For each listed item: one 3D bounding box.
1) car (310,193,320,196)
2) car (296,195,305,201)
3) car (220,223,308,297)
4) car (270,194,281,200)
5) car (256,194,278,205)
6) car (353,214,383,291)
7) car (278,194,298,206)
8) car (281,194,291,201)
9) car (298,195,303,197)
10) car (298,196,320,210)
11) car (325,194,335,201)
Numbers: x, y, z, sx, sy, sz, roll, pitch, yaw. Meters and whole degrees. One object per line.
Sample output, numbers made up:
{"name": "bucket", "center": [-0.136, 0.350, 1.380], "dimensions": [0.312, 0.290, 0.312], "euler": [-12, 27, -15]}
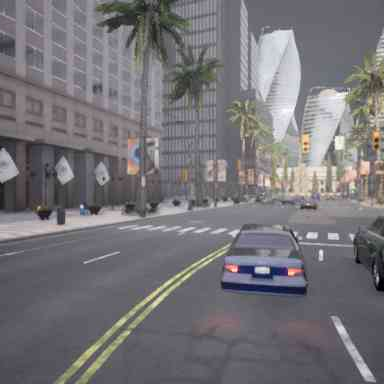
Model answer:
{"name": "car", "center": [30.884, 1.177, 83.331], "dimensions": [2.150, 2.045, 5.566], "euler": [0, 0, 21]}
{"name": "car", "center": [27.595, 1.488, 84.529], "dimensions": [2.033, 1.411, 5.357], "euler": [0, 0, 21]}
{"name": "car", "center": [1.946, 1.543, 8.787], "dimensions": [2.033, 1.411, 5.357], "euler": [0, 0, 14]}
{"name": "car", "center": [22.554, 1.304, 89.830], "dimensions": [2.185, 1.767, 4.553], "euler": [0, 0, 21]}
{"name": "car", "center": [12.931, 1.460, 57.081], "dimensions": [2.128, 1.511, 4.902], "euler": [0, 0, 22]}
{"name": "car", "center": [5.661, 1.347, 8.755], "dimensions": [2.097, 1.767, 4.553], "euler": [0, 0, 18]}
{"name": "car", "center": [16.167, 1.446, 55.750], "dimensions": [1.882, 1.535, 5.008], "euler": [0, 0, 22]}
{"name": "car", "center": [24.293, 1.428, 85.694], "dimensions": [1.882, 1.535, 5.008], "euler": [0, 0, 21]}
{"name": "car", "center": [21.876, 1.461, 70.045], "dimensions": [1.837, 1.490, 4.892], "euler": [0, 0, 21]}
{"name": "car", "center": [15.418, 1.539, 43.821], "dimensions": [1.994, 1.385, 4.181], "euler": [0, 0, 21]}
{"name": "car", "center": [34.270, 1.544, 82.389], "dimensions": [1.895, 1.301, 4.718], "euler": [0, 0, 21]}
